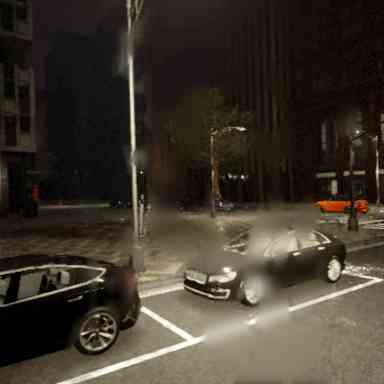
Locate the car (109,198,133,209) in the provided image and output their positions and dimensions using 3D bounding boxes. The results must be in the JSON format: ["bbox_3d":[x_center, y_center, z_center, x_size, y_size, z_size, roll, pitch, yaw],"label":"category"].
[{"bbox_3d":[-11.878,1.776,54.626,2.097,1.767,4.553,-2,0,-34],"label":"car"}]

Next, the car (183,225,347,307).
[{"bbox_3d":[1.848,1.514,7.792,4.403,1.369,2.008,-1,0,-34],"label":"car"}]

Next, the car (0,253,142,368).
[{"bbox_3d":[-2.819,1.648,4.634,4.313,1.339,1.947,-1,0,-34],"label":"car"}]

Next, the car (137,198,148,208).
[{"bbox_3d":[-9.161,1.768,56.411,2.097,1.767,4.553,-2,0,-34],"label":"car"}]

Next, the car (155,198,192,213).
[{"bbox_3d":[-2.276,1.763,40.336,1.994,1.385,4.181,-2,0,-34],"label":"car"}]

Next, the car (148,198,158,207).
[{"bbox_3d":[-4.802,1.827,55.894,2.033,1.411,5.357,-2,0,-34],"label":"car"}]

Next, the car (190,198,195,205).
[{"bbox_3d":[-0.518,1.693,55.298,2.033,1.411,5.357,-2,0,-34],"label":"car"}]

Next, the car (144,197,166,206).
[{"bbox_3d":[-7.303,1.852,65.250,2.128,1.511,4.902,-2,0,-34],"label":"car"}]

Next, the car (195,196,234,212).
[{"bbox_3d":[2.799,1.393,38.629,2.097,1.767,4.553,-2,0,-34],"label":"car"}]

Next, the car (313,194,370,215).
[{"bbox_3d":[13.074,1.071,29.477,2.097,1.767,4.553,-2,0,-33],"label":"car"}]
